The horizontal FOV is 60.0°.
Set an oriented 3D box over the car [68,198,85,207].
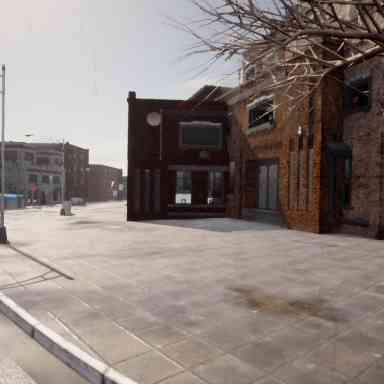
[{"bbox_3d":[-19.572,1.722,56.048,1.837,1.490,4.892,1,0,2],"label":"car"}]
